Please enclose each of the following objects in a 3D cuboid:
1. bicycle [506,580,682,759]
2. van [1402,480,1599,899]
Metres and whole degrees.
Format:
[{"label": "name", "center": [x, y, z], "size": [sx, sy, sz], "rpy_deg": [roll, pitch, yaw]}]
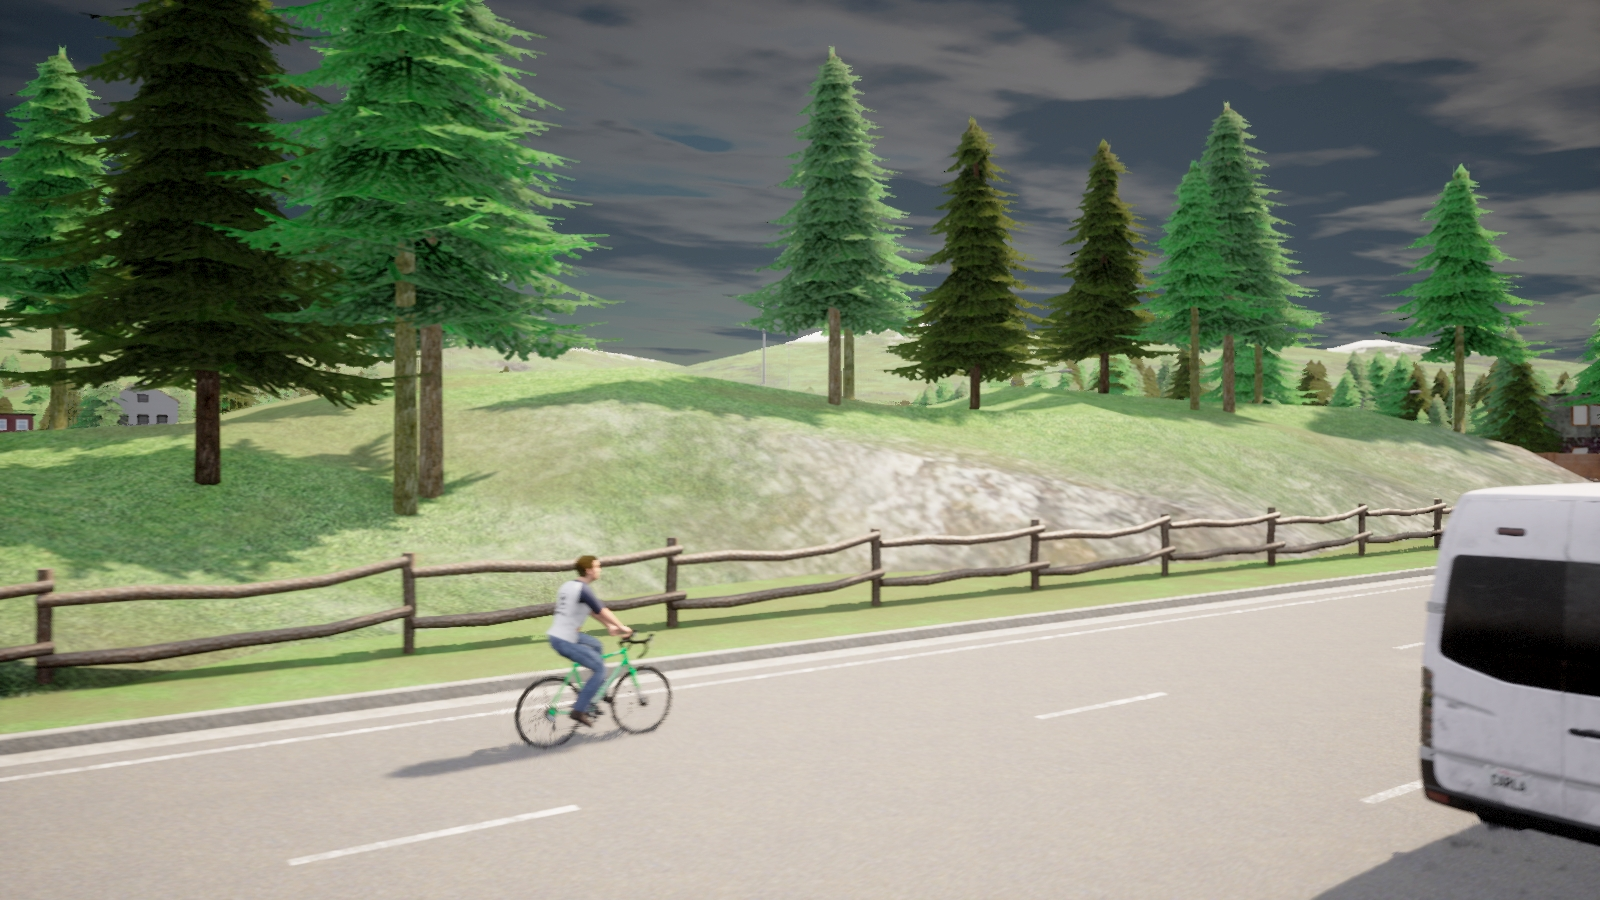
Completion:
[{"label": "bicycle", "center": [-1.955, 2.059, 10.979], "size": [1.643, 1.496, 0.373], "rpy_deg": [1, 0, -35]}, {"label": "van", "center": [7.194, 1.540, 8.866], "size": [5.915, 2.561, 1.988], "rpy_deg": [0, 0, -35]}]
